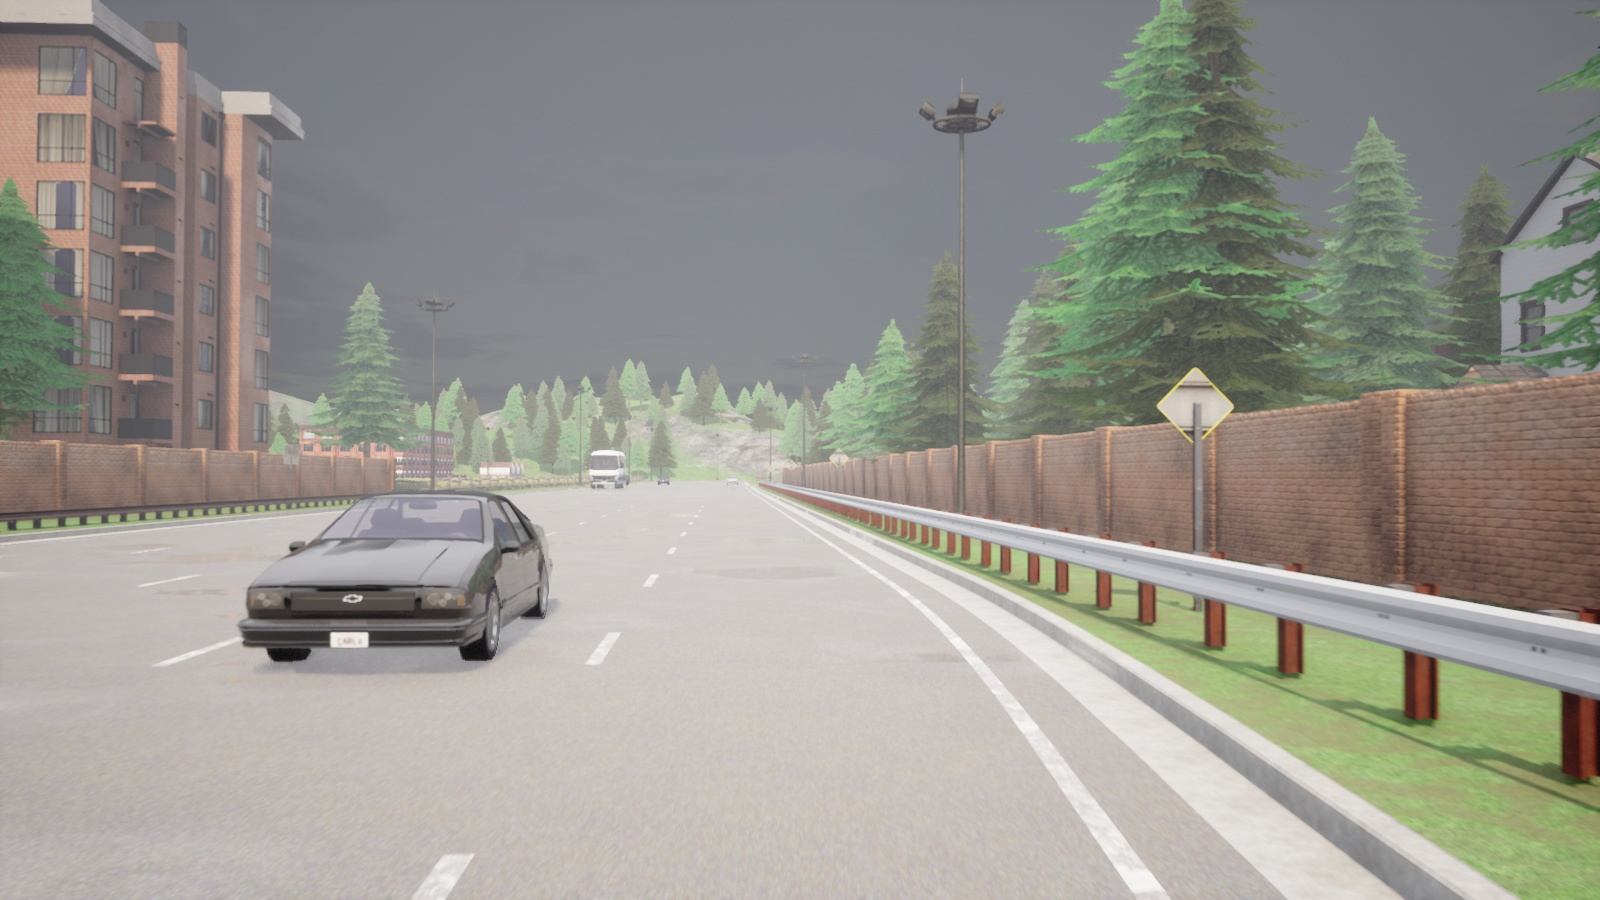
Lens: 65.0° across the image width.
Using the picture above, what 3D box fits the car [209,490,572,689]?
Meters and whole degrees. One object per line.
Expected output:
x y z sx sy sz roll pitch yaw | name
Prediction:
-3.554 1.127 12.109 2.033 1.411 5.357 0 -1 -3 | car
